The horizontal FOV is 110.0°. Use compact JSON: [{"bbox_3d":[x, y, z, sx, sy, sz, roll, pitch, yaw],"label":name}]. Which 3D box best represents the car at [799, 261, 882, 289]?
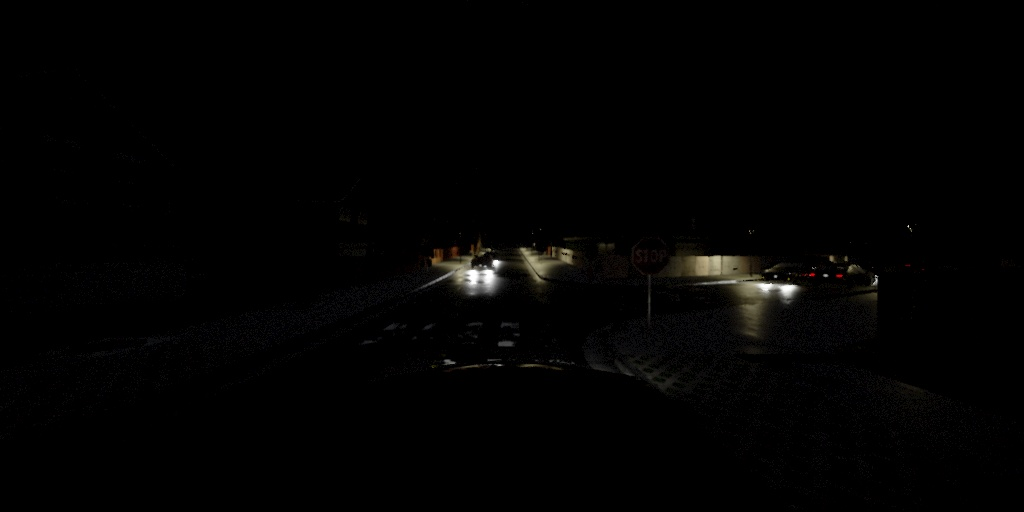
[{"bbox_3d":[19.706,1.147,21.419,5.357,1.411,2.033,0,1,-32],"label":"car"}]

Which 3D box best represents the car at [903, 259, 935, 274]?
[{"bbox_3d":[41.059,1.090,36.256,4.892,1.490,1.837,-1,1,-38],"label":"car"}]

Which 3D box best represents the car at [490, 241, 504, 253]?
[{"bbox_3d":[-2.681,-1.663,64.319,2.150,2.045,5.566,0,3,0],"label":"car"}]

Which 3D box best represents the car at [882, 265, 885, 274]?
[{"bbox_3d":[34.874,1.155,35.196,4.718,1.301,1.895,0,1,-36],"label":"car"}]

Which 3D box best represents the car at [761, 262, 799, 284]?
[{"bbox_3d":[18.860,1.125,24.412,4.181,1.385,1.994,0,1,-32],"label":"car"}]

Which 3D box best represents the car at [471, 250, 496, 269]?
[{"bbox_3d":[-2.806,0.444,34.036,1.895,1.301,4.718,0,2,0],"label":"car"}]

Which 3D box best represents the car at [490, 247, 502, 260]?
[{"bbox_3d":[-2.776,-0.192,48.728,1.895,1.301,4.718,0,3,0],"label":"car"}]
